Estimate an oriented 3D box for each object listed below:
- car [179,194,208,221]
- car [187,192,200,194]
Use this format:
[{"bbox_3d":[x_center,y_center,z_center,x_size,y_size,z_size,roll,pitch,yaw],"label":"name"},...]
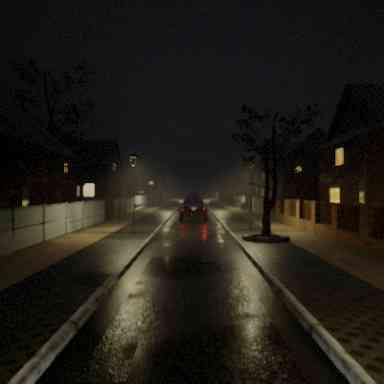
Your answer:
[{"bbox_3d":[0.124,1.249,26.052,2.097,1.767,4.553,0,0,1],"label":"car"},{"bbox_3d":[0.153,1.067,39.854,2.150,2.045,5.566,0,1,1],"label":"car"}]
